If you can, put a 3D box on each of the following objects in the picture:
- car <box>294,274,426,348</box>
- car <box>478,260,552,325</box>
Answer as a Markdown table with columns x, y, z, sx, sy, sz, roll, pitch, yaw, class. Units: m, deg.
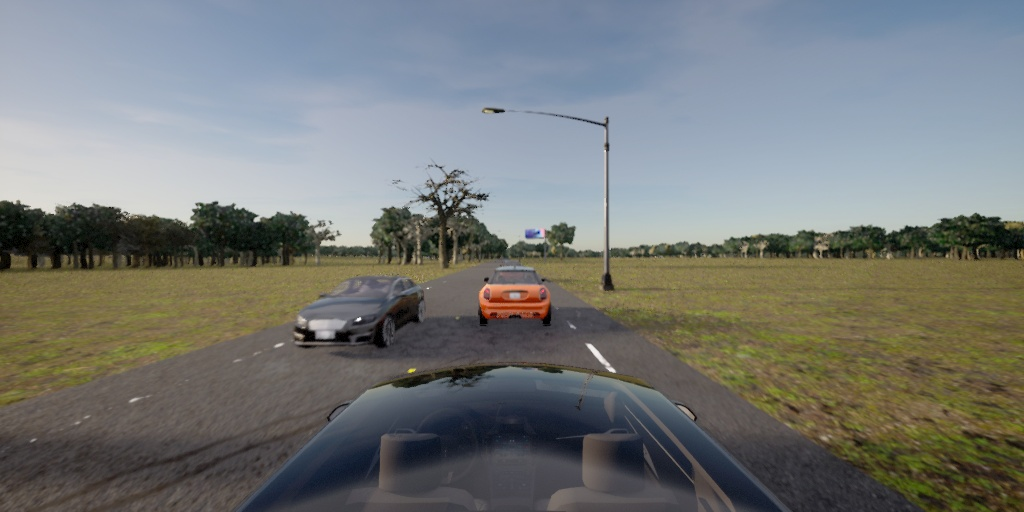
| x | y | z | sx | sy | sz | roll | pitch | yaw | class |
| --- | --- | --- | --- | --- | --- | --- | --- | --- | --- |
| -3.606 | 1.262 | 9.373 | 2.128 | 1.511 | 4.902 | 0 | 0 | 0 | car |
| 0.078 | 1.127 | 12.071 | 2.097 | 1.767 | 4.553 | 0 | 0 | 0 | car |
